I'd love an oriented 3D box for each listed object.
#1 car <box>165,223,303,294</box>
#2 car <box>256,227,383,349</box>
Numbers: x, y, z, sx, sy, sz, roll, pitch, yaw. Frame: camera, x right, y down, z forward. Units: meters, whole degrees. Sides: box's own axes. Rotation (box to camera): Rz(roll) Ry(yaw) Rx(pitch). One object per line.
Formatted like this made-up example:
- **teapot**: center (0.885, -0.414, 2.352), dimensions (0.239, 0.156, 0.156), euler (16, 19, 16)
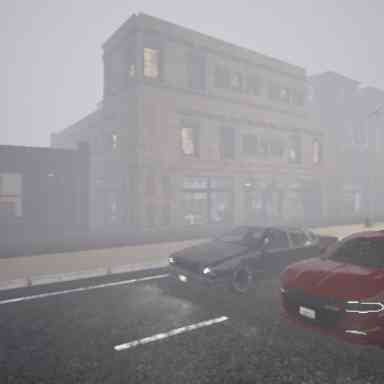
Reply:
- **car**: center (1.961, 1.579, 9.081), dimensions (5.357, 1.411, 2.033), euler (0, 0, -36)
- **car**: center (3.725, 1.509, 6.346), dimensions (5.008, 1.535, 1.882), euler (0, 0, -36)
